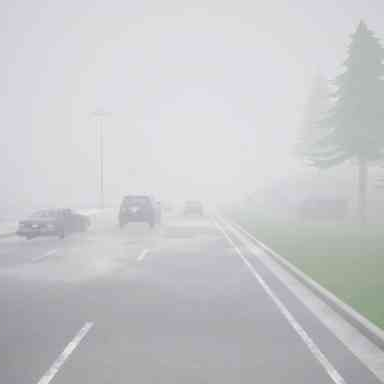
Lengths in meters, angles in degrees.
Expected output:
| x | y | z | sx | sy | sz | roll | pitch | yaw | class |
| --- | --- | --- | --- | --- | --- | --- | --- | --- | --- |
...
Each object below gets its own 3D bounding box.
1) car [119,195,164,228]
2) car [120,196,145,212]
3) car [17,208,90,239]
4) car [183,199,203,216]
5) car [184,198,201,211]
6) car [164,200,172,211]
| x | y | z | sx | sy | sz | roll | pitch | yaw | class |
| --- | --- | --- | --- | --- | --- | --- | --- | --- | --- |
| -3.400 | 1.221 | 22.397 | 2.150 | 2.045 | 5.566 | 0 | 0 | 0 | car |
| -6.899 | 1.352 | 39.128 | 2.097 | 1.767 | 4.553 | 0 | 0 | 0 | car |
| -6.898 | 1.547 | 17.175 | 2.033 | 1.411 | 5.357 | 0 | 0 | 0 | car |
| 0.092 | 1.547 | 32.578 | 2.033 | 1.411 | 5.357 | 0 | 0 | 0 | car |
| 0.116 | 1.548 | 42.958 | 2.033 | 1.411 | 5.357 | 0 | 0 | 1 | car |
| -3.398 | 1.601 | 39.512 | 1.895 | 1.301 | 4.718 | 0 | 0 | 0 | car |
